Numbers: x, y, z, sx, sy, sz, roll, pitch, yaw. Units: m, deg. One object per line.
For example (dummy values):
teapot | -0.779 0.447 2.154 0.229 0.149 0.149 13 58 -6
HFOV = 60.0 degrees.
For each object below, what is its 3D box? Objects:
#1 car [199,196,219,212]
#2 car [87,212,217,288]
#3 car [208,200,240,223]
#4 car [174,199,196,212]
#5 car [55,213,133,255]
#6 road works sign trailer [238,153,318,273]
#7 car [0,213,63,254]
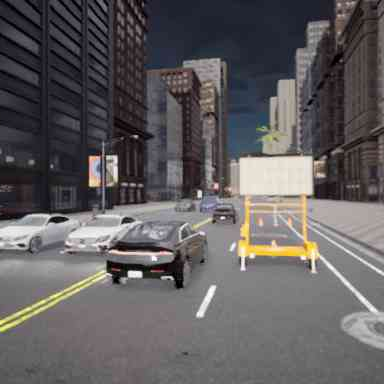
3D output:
car | 2.378 1.552 42.820 2.150 2.045 5.566 0 -1 11
car | -0.746 1.569 9.541 2.128 1.511 4.902 0 0 11
car | 2.815 1.708 27.384 1.837 1.490 4.892 0 0 11
car | -0.827 1.700 43.369 2.097 1.767 4.553 0 0 11
car | -3.398 1.647 13.887 1.812 1.442 4.674 0 0 11
road works sign trailer | 2.767 0.539 11.083 2.380 3.560 2.880 0 0 11
car | -6.579 1.665 14.491 1.812 1.442 4.674 0 0 11
